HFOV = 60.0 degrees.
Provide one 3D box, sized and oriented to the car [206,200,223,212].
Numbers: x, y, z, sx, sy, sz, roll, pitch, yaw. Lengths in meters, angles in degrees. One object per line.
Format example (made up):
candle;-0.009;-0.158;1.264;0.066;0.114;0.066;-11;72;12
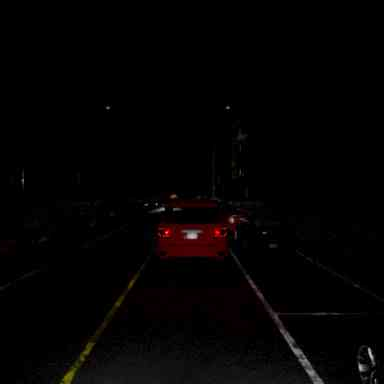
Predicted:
car;2.746;1.711;41.854;1.887;1.381;4.507;0;0;0

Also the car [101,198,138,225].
car;-5.774;1.412;24.810;2.192;1.841;5.009;0;0;0

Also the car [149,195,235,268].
car;0.032;1.268;11.592;2.150;2.045;5.566;0;0;1

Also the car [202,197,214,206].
car;2.739;1.679;58.887;1.967;1.590;4.097;0;0;0

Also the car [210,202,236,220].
car;2.750;1.670;30.499;2.008;1.369;4.403;0;0;0

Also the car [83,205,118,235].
car;-5.771;1.656;19.132;1.802;1.307;4.206;0;0;0

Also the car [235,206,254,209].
car;2.754;1.515;19.143;1.967;1.590;4.097;0;0;0

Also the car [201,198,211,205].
car;2.737;1.845;64.564;1.802;1.307;4.206;0;0;0

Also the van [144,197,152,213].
van;-5.778;1.484;36.165;1.690;1.788;3.998;0;0;0

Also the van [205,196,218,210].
van;2.743;1.531;47.532;1.690;1.788;3.998;0;0;0

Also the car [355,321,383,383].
car;2.760;1.575;2.111;1.947;1.339;4.313;0;0;0

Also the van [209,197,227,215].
van;2.747;1.484;36.178;1.690;1.788;3.998;0;0;0

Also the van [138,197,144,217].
van;-5.776;1.461;30.488;1.690;1.788;3.998;0;0;0

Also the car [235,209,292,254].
car;2.756;1.603;13.466;2.008;1.369;4.403;0;0;0

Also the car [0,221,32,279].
car;-5.767;1.555;7.607;1.752;1.417;4.829;0;0;0

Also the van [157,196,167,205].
van;-5.788;1.604;64.552;1.690;1.788;3.998;0;0;0

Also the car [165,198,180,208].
car;-3.091;1.709;54.319;2.128;1.511;4.902;0;0;0

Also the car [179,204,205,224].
car;0.032;1.707;27.062;1.895;1.301;4.718;0;0;1

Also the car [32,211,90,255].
car;-5.769;1.634;13.454;1.802;1.307;4.206;0;0;0
